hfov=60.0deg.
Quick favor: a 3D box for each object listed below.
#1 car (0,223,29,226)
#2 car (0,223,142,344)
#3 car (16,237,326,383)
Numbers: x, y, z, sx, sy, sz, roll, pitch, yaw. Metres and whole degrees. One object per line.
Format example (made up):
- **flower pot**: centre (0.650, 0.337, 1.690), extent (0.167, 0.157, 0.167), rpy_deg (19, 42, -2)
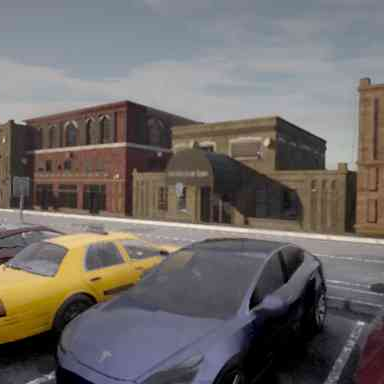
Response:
- **car**: centre (-3.932, 1.464, 7.932), extent (2.002, 1.452, 4.674), rpy_deg (1, 1, 36)
- **car**: centre (-1.665, 1.440, 6.562), extent (1.946, 1.575, 5.366), rpy_deg (1, 0, 35)
- **car**: centre (0.476, 1.493, 4.771), extent (2.163, 1.488, 4.792), rpy_deg (1, 0, 35)
